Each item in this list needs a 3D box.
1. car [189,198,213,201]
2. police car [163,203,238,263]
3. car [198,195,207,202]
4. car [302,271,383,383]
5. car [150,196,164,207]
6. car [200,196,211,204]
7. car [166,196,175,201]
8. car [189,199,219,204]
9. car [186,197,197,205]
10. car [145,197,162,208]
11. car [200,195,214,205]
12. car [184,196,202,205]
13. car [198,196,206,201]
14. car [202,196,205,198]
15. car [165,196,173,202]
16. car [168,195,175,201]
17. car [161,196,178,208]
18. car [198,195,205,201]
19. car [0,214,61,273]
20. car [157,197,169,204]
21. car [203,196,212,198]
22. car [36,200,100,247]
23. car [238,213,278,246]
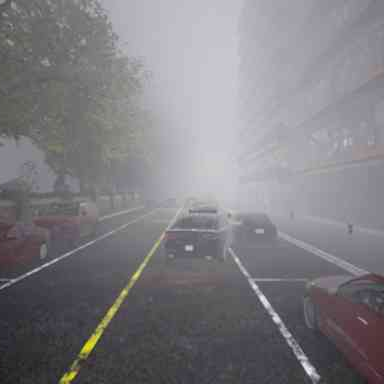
[{"bbox_3d":[0.884,1.512,27.982,1.882,1.535,5.008,0,0,0],"label":"car"},{"bbox_3d":[0.436,1.439,12.279,1.930,1.638,5.238,0,0,12],"label":"police car"},{"bbox_3d":[2.640,1.591,82.785,1.967,1.590,4.097,0,0,0],"label":"car"},{"bbox_3d":[2.687,1.586,3.961,1.802,1.307,4.206,0,0,0],"label":"car"},{"bbox_3d":[-5.723,1.526,54.627,1.967,1.590,4.097,0,0,0],"label":"car"},{"bbox_3d":[2.651,1.549,65.895,1.967,1.590,4.097,0,0,0],"label":"car"},{"bbox_3d":[-5.742,1.718,88.410,2.008,1.369,4.403,0,0,0],"label":"car"},{"bbox_3d":[0.888,1.482,22.172,1.801,1.575,5.366,0,0,0],"label":"car"},{"bbox_3d":[-0.036,1.667,62.571,1.994,1.385,4.181,0,0,0],"label":"car"},{"bbox_3d":[-5.720,1.514,48.999,1.967,1.590,4.097,0,0,0],"label":"car"},{"bbox_3d":[2.653,1.412,60.264,2.192,1.841,5.009,0,0,0],"label":"car"},{"bbox_3d":[-0.018,1.422,47.429,2.097,1.767,4.553,0,0,0],"label":"car"},{"bbox_3d":[2.638,1.732,88.415,1.947,1.339,4.313,0,0,0],"label":"car"},{"bbox_3d":[2.661,1.617,49.004,1.887,1.381,4.507,0,0,0],"label":"car"},{"bbox_3d":[-5.739,1.677,82.609,1.752,1.417,4.829,0,0,0],"label":"car"},{"bbox_3d":[-5.746,1.709,93.871,1.752,1.417,4.829,0,0,0],"label":"car"},{"bbox_3d":[-3.035,1.584,49.071,1.837,1.490,4.892,0,-1,0],"label":"car"},{"bbox_3d":[2.634,1.708,94.217,1.752,1.417,4.829,0,0,0],"label":"car"},{"bbox_3d":[-5.696,1.556,9.586,1.887,1.381,4.507,0,0,0],"label":"car"},{"bbox_3d":[-5.729,1.661,65.889,2.008,1.369,4.403,0,0,0],"label":"car"},{"bbox_3d":[2.665,1.606,43.374,1.887,1.381,4.507,0,0,0],"label":"car"},{"bbox_3d":[-5.699,1.333,15.219,2.192,1.841,5.009,0,0,0],"label":"car"},{"bbox_3d":[2.681,1.583,15.223,1.947,1.339,4.313,0,0,0],"label":"car"}]
